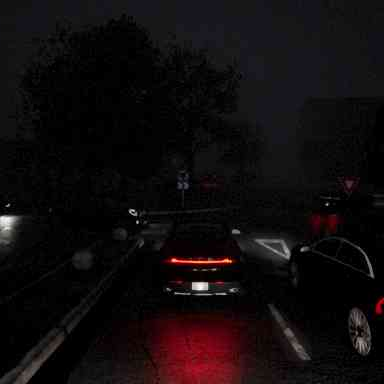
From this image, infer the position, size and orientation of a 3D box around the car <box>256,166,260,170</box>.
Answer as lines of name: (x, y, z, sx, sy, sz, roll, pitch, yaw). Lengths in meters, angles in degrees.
car: (13.860, -4.957, 85.025, 5.566, 2.045, 2.435, 1, 6, 10)

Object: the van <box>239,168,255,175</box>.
van: (15.363, -5.704, 92.902, 4.442, 1.987, 1.878, 1, 6, 11)

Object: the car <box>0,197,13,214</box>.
car: (-13.766, 0.662, 21.885, 5.357, 1.411, 2.033, 4, 6, 41)

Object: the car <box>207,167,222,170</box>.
car: (5.479, -4.542, 82.255, 2.097, 1.767, 4.553, 1, 6, 9)

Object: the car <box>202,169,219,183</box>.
car: (3.417, -2.825, 62.464, 2.150, 2.045, 5.566, 0, 5, 0)

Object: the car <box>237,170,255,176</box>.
car: (14.742, -5.178, 90.297, 4.674, 1.452, 2.002, 1, 6, 11)

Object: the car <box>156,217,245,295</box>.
car: (0.217, 1.411, 8.512, 1.837, 1.490, 4.892, 0, 2, 2)

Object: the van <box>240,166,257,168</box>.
van: (13.281, -4.675, 82.353, 4.442, 1.987, 1.878, 1, 5, 9)

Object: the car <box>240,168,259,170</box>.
car: (12.984, -4.315, 79.630, 4.553, 1.767, 2.185, 1, 5, 9)

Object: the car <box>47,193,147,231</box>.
car: (-4.511, 0.873, 16.219, 4.553, 1.767, 2.097, 0, 4, 4)

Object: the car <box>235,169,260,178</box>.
car: (12.504, -3.932, 76.941, 4.892, 1.521, 2.231, 1, 5, 9)

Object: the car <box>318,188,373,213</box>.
car: (10.872, 0.498, 23.345, 4.902, 1.511, 2.128, -3, 5, -37)

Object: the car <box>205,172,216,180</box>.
car: (4.050, -3.501, 72.802, 1.837, 1.490, 4.892, 1, 5, 9)

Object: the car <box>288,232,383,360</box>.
car: (3.157, 1.457, 5.878, 2.128, 1.511, 4.902, 0, 1, 0)
